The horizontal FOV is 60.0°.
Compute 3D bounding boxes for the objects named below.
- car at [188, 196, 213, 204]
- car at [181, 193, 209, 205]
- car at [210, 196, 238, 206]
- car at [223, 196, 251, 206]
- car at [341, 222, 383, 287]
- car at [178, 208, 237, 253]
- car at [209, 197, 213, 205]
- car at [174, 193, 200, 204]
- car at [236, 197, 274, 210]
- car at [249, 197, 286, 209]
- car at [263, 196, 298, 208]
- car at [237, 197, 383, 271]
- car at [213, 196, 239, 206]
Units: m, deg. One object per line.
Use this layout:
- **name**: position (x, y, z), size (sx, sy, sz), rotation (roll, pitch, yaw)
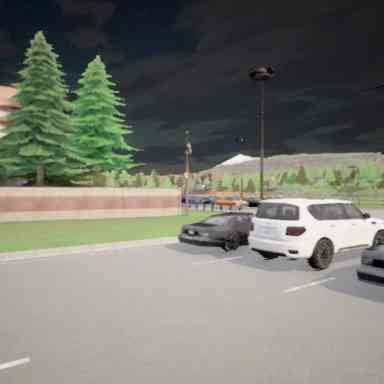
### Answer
- **car**: position (1.610, 1.542, 66.280), size (2.033, 1.411, 5.357), rotation (0, 0, -36)
- **car**: position (-0.313, 1.218, 50.868), size (2.150, 2.045, 5.566), rotation (0, 0, -36)
- **car**: position (5.276, 1.473, 55.123), size (1.882, 1.535, 5.008), rotation (0, 0, -36)
- **car**: position (7.738, 1.487, 57.732), size (2.128, 1.511, 4.902), rotation (0, 0, -36)
- **car**: position (6.158, 1.546, 8.141), size (5.357, 1.411, 2.033), rotation (0, 0, -35)
- **car**: position (2.016, 1.546, 13.786), size (5.357, 1.411, 2.033), rotation (0, 0, -35)
- **car**: position (2.893, 1.501, 52.420), size (1.837, 1.490, 4.892), rotation (0, 0, -36)
- **car**: position (-0.964, 1.217, 63.866), size (2.150, 2.045, 5.566), rotation (0, 0, -36)
- **car**: position (8.394, 1.474, 44.800), size (1.882, 1.535, 5.008), rotation (0, 0, -36)
- **car**: position (10.703, 1.487, 47.586), size (2.128, 1.511, 4.902), rotation (0, 0, -36)
- **car**: position (13.272, 1.473, 50.014), size (1.882, 1.535, 5.008), rotation (0, 0, -36)
- **car**: position (4.367, 1.222, 11.162), size (5.566, 2.045, 2.150), rotation (0, 0, -35)
- **car**: position (5.303, 1.348, 43.101), size (2.097, 1.767, 4.553), rotation (0, 0, -36)
